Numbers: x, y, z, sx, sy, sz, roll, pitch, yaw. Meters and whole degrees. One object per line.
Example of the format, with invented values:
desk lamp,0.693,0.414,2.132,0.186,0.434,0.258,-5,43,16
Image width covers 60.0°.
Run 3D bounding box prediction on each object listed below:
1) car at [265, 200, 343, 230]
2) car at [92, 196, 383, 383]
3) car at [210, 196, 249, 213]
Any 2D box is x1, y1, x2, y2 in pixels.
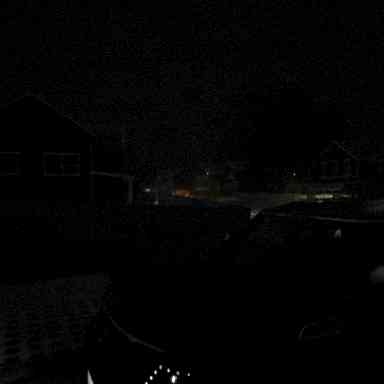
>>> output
car,6.668,1.296,20.650,2.033,1.411,5.357,0,1,-13
car,1.693,1.109,3.790,5.566,2.045,2.150,0,0,-26
car,3.603,1.132,33.202,2.033,1.411,5.357,0,1,-15
